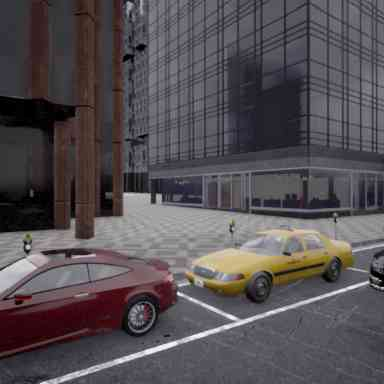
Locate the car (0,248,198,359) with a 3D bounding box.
[{"bbox_3d":[-2.181,1.582,5.097,4.206,1.307,1.802,0,0,-36],"label":"car"}]

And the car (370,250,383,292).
[{"bbox_3d":[6.011,1.490,7.718,4.902,1.511,2.128,0,0,-36],"label":"car"}]

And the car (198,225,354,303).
[{"bbox_3d":[2.093,1.525,8.176,4.829,1.417,1.752,0,0,-36],"label":"car"}]
